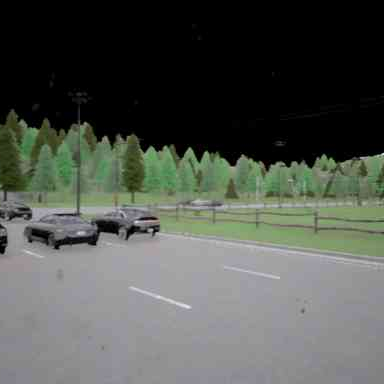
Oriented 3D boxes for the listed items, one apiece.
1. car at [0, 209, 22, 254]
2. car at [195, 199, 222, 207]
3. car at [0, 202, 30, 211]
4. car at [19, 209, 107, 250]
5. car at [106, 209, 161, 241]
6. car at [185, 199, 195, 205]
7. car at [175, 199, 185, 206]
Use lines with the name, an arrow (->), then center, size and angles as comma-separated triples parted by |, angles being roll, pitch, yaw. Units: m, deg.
car -> -8.603, 1.533, 12.709 | 4.902, 1.511, 2.128 | 0, -1, 45
car -> 3.768, 2.229, 64.830 | 5.357, 1.411, 2.033 | 1, -1, -44
car -> -15.478, 1.631, 27.933 | 4.892, 1.490, 1.837 | 1, -1, 30
car -> -5.964, 1.655, 15.019 | 4.181, 1.385, 1.994 | 0, -1, 45
car -> -3.711, 1.632, 17.715 | 4.902, 1.511, 2.128 | 0, -1, 45
car -> 1.495, 2.210, 67.479 | 4.674, 1.442, 1.812 | 1, -1, -45
car -> -1.182, 2.220, 69.740 | 5.357, 1.411, 2.033 | 1, -1, -45
